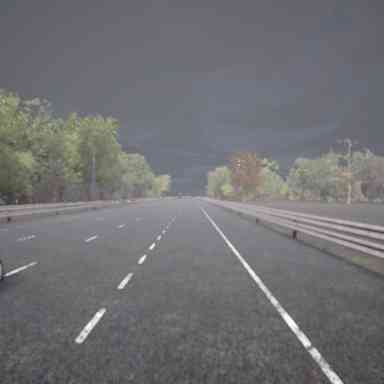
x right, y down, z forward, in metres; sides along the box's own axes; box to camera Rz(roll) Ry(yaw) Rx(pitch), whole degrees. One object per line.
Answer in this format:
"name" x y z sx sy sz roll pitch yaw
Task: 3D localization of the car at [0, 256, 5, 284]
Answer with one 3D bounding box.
"car" -5.318 1.623 6.518 1.837 1.490 4.892 0 -3 -12
